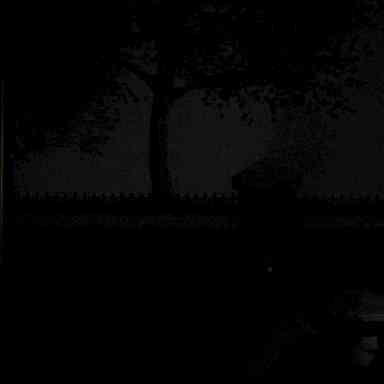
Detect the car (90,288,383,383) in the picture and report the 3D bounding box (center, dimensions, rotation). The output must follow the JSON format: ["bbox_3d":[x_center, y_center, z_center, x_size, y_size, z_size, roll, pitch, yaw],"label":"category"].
[{"bbox_3d":[1.207,1.617,3.015,4.206,1.307,1.802,0,-1,-2],"label":"car"}]
